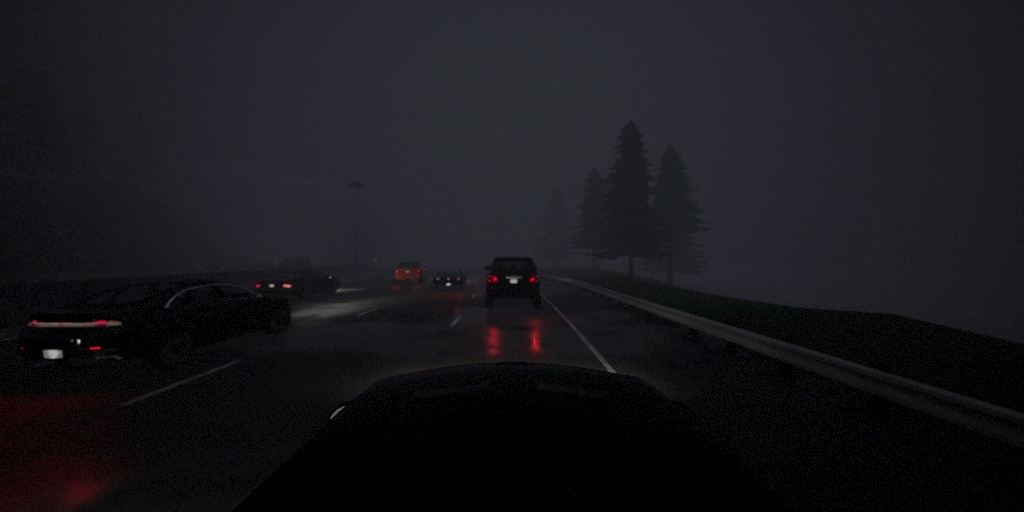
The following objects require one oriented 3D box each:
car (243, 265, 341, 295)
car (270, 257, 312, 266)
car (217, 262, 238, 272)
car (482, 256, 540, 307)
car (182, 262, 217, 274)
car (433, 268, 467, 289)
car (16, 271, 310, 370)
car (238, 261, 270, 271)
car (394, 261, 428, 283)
[{"bbox_3d":[-10.630,1.361,18.164,2.033,1.411,5.357,0,0,-3],"label":"car"},{"bbox_3d":[-24.287,1.120,40.119,2.150,2.045,5.566,0,0,-12],"label":"car"},{"bbox_3d":[-31.881,1.431,42.046,1.812,1.442,4.674,0,0,-13],"label":"car"},{"bbox_3d":[-0.027,1.028,16.004,2.150,2.045,5.566,0,0,-2],"label":"car"},{"bbox_3d":[-35.218,1.427,40.953,1.812,1.442,4.674,0,0,-13],"label":"car"},{"bbox_3d":[-4.030,1.437,23.882,1.895,1.301,4.718,0,0,-5],"label":"car"},{"bbox_3d":[-6.905,1.266,7.813,2.128,1.511,4.902,0,0,0],"label":"car"},{"bbox_3d":[-27.829,1.375,39.871,1.882,1.535,5.008,0,0,-12],"label":"car"},{"bbox_3d":[-8.134,1.208,29.200,2.097,1.767,4.553,0,0,-7],"label":"car"}]
